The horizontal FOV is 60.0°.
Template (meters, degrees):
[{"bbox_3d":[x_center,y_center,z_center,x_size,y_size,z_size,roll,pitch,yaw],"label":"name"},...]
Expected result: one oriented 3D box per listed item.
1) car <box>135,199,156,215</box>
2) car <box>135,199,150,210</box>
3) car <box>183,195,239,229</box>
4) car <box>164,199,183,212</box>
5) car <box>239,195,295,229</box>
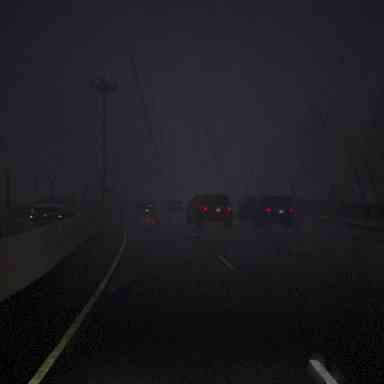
[{"bbox_3d":[-4.764,1.505,34.307,1.837,1.490,4.892,0,0,-11],"label":"car"},{"bbox_3d":[-6.678,1.601,44.542,1.895,1.301,4.718,0,0,-11],"label":"car"},{"bbox_3d":[1.048,1.213,22.155,2.150,2.045,5.566,0,-1,-10],"label":"car"},{"bbox_3d":[-2.147,1.547,39.381,2.033,1.411,5.357,0,0,-11],"label":"car"},{"bbox_3d":[4.657,1.223,21.803,2.150,2.045,5.566,0,0,-10],"label":"car"}]
